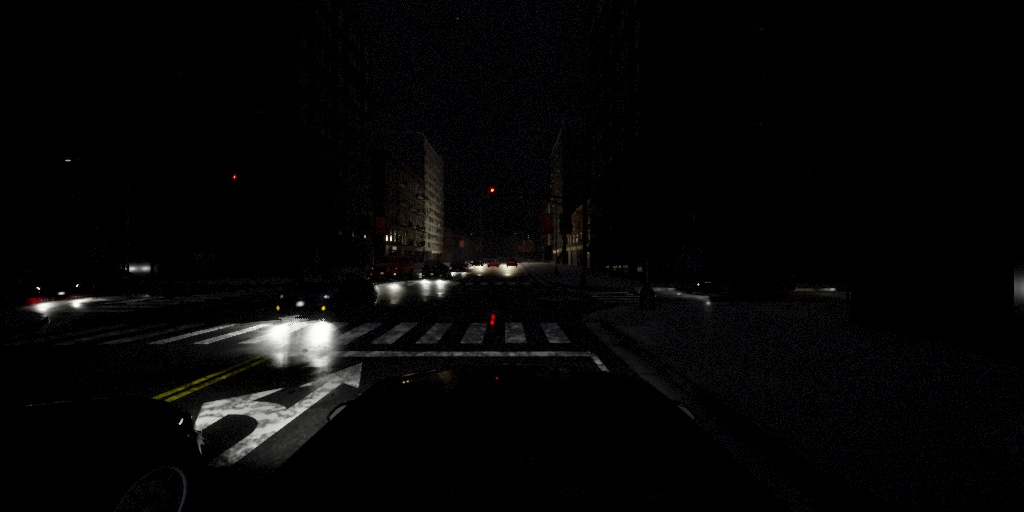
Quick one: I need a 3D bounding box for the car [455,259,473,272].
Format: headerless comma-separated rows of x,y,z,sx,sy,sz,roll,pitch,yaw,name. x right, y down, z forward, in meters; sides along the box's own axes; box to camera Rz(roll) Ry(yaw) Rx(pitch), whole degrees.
-6.614,1.292,46.168,2.033,1.411,5.357,0,0,0,car

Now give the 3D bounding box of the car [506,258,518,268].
-0.018,1.245,62.195,1.837,1.490,4.892,0,0,0,car

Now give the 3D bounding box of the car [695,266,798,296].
12.452,1.294,19.242,4.892,1.490,1.837,0,0,2,car

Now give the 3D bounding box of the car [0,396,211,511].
-3.244,1.276,0.782,1.812,1.442,4.674,0,0,0,car

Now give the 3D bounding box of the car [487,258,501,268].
-3.268,1.341,62.641,1.895,1.301,4.718,0,0,0,car

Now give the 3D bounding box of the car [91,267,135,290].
-25.380,1.330,21.622,4.313,1.339,1.948,0,0,0,car

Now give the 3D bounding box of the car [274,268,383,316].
-6.602,1.309,13.176,1.994,1.385,4.181,0,0,0,car

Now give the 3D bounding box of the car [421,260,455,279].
-6.610,1.313,31.608,1.994,1.385,4.181,0,0,0,car

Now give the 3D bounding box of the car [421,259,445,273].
-9.864,1.224,44.937,1.882,1.535,5.008,0,1,0,car

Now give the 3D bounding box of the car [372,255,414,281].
-9.884,0.971,30.139,2.150,2.045,5.566,0,0,1,car

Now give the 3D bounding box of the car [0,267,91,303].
-22.901,1.291,16.125,5.357,1.411,2.033,0,0,0,car
